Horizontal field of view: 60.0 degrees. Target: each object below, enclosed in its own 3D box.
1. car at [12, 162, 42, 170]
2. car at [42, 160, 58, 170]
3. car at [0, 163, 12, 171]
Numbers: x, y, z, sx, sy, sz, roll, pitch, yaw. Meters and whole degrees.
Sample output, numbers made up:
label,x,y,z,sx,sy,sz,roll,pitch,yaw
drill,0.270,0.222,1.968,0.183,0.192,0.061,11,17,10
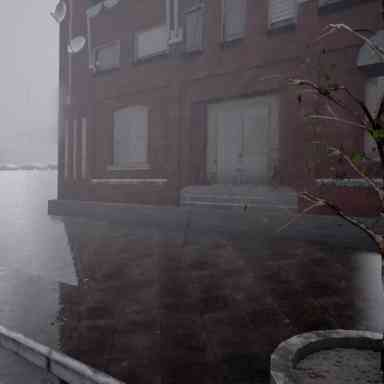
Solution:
label,x,y,z,sx,sy,sz,roll,pitch,yaw
car,-21.809,-3.369,45.863,4.892,1.521,2.231,1,1,27
car,-16.727,-3.372,43.422,4.553,1.767,2.185,1,1,26
car,-26.642,-3.431,48.318,4.674,1.452,2.002,1,1,28
